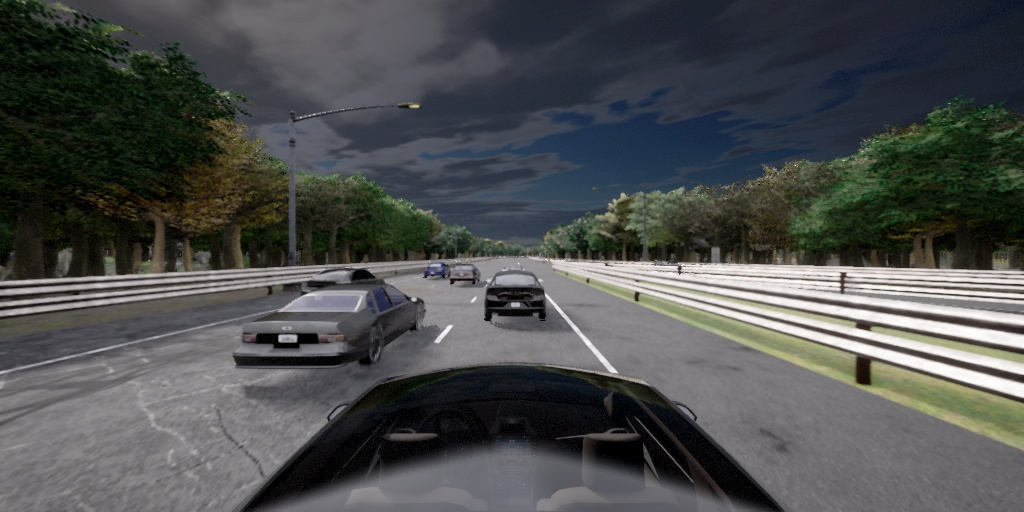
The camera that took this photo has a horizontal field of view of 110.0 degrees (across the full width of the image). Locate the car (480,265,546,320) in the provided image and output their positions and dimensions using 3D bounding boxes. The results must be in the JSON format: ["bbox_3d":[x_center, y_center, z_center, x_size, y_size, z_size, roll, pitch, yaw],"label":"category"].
[{"bbox_3d":[0.100,1.233,12.638,1.882,1.535,5.008,0,0,0],"label":"car"}]

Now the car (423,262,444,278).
[{"bbox_3d":[-6.898,1.293,33.381,1.812,1.442,4.674,0,0,0],"label":"car"}]

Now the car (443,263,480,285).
[{"bbox_3d":[-3.398,1.310,26.608,2.033,1.411,5.357,0,0,0],"label":"car"}]

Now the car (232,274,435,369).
[{"bbox_3d":[-3.394,1.300,7.954,2.033,1.411,5.357,0,0,0],"label":"car"}]

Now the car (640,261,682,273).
[{"bbox_3d":[14.817,1.318,35.874,2.033,1.649,4.856,0,0,-16],"label":"car"}]

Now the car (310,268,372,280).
[{"bbox_3d":[-6.893,1.253,15.202,1.837,1.490,4.892,1,0,0],"label":"car"}]
